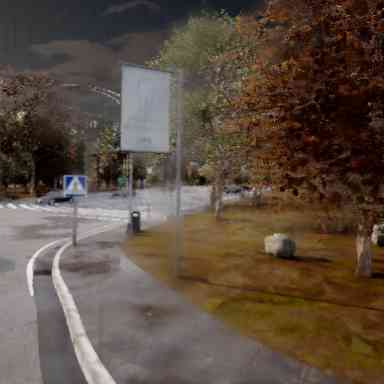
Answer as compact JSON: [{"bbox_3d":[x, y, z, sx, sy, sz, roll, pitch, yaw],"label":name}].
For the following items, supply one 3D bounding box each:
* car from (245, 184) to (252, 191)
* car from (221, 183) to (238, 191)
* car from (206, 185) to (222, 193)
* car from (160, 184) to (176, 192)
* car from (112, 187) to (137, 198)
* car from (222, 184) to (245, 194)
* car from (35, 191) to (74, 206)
[{"bbox_3d":[11.206,-0.976,68.690,2.128,1.511,4.902,2,4,22],"label":"car"},{"bbox_3d":[7.963,-1.079,70.004,2.033,1.411,5.357,2,4,22],"label":"car"},{"bbox_3d":[4.159,-0.571,60.520,1.882,1.535,5.008,2,4,23],"label":"car"},{"bbox_3d":[-4.249,-0.786,62.606,2.128,1.511,4.902,2,4,23],"label":"car"},{"bbox_3d":[-9.890,0.044,48.869,1.994,1.385,4.181,2,4,22],"label":"car"},{"bbox_3d":[7.493,-0.342,59.440,1.895,1.301,4.718,2,4,22],"label":"car"},{"bbox_3d":[-14.889,0.618,36.565,2.128,1.511,4.902,2,3,22],"label":"car"}]
